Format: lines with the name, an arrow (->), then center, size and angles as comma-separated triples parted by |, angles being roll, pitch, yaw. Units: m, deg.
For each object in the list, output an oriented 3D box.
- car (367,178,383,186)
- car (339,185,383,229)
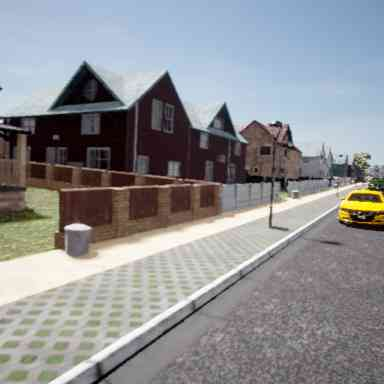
car -> 24.186, -0.842, 43.275 | 2.150, 2.045, 5.566 | 5, 5, 30
car -> 8.310, 0.674, 15.964 | 1.882, 1.535, 5.008 | 5, 5, 30
